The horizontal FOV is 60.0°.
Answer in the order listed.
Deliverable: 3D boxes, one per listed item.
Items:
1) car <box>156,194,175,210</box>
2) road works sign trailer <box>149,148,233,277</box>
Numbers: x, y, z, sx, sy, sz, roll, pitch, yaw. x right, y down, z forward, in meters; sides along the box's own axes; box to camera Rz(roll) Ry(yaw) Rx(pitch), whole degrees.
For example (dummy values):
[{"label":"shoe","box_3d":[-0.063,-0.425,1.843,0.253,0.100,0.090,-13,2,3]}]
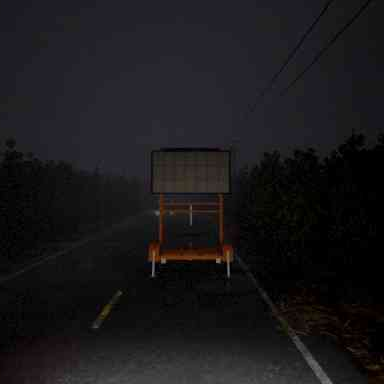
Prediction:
[{"label":"car","box_3d":[-3.337,1.220,43.376,2.150,2.045,5.566,0,0,0]},{"label":"road works sign trailer","box_3d":[-0.031,0.464,10.200,2.380,3.560,2.880,0,0,0]}]
